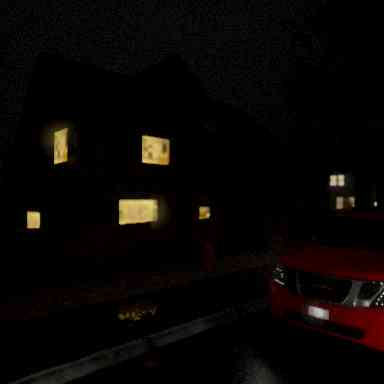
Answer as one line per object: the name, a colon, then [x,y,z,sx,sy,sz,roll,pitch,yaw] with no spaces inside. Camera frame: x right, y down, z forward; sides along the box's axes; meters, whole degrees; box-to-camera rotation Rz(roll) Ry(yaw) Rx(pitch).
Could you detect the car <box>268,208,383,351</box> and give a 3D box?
car: [3.787,1.355,6.447,5.566,2.045,2.150,1,-2,-42]
